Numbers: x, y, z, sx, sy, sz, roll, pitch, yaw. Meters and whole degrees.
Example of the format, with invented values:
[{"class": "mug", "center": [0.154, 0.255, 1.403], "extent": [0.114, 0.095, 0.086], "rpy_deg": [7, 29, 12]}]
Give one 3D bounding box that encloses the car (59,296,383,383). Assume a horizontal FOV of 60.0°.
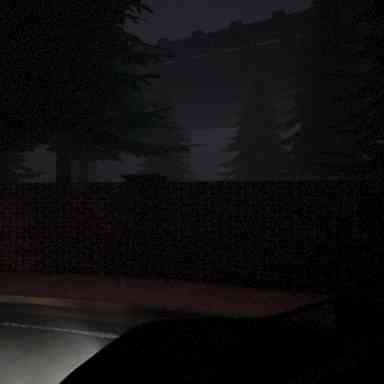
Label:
[{"class": "car", "center": [1.527, 1.546, 2.234], "extent": [5.357, 1.411, 2.033], "rpy_deg": [0, 0, 21]}]
